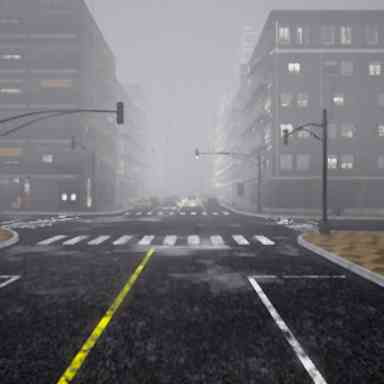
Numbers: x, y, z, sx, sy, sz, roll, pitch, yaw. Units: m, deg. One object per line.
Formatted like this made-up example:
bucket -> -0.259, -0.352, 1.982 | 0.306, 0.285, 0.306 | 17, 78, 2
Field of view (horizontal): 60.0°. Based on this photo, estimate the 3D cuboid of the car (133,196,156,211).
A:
car -> -5.677, 1.345, 38.506 | 1.752, 1.417, 4.829 | 1, 0, 0

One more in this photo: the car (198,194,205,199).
car -> 2.710, 1.139, 93.895 | 1.947, 1.339, 4.313 | 1, 0, 0

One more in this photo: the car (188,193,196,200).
car -> 0.011, 1.086, 80.451 | 1.812, 1.442, 4.674 | 0, 0, 0

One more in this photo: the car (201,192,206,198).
car -> 2.706, 1.209, 49.708 | 1.967, 1.590, 4.097 | 1, 0, 0

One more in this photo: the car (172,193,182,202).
car -> -3.017, 1.234, 62.993 | 1.812, 1.442, 4.674 | 0, 0, 0

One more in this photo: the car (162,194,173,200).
car -> -5.673, 1.196, 77.340 | 2.008, 1.369, 4.403 | 1, 0, 0

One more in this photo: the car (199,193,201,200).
car -> 2.706, 1.300, 60.755 | 1.802, 1.307, 4.206 | 1, 0, 0

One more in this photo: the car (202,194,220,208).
car -> 2.704, 1.338, 44.184 | 1.887, 1.381, 4.507 | 1, 0, 0

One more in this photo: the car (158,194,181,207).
car -> -3.073, 1.330, 46.621 | 2.033, 1.411, 5.357 | 0, 0, 0

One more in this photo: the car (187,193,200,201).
car -> 0.011, 1.215, 70.029 | 2.033, 1.411, 5.357 | 0, 0, 0

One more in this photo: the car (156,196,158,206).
car -> -5.676, 1.313, 49.723 | 1.887, 1.381, 4.507 | 1, 0, 0

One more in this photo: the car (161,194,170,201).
car -> -5.674, 1.195, 71.647 | 1.752, 1.417, 4.829 | 1, 0, 0

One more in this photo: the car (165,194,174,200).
car -> -5.673, 1.166, 82.864 | 1.887, 1.381, 4.507 | 1, 0, 0
